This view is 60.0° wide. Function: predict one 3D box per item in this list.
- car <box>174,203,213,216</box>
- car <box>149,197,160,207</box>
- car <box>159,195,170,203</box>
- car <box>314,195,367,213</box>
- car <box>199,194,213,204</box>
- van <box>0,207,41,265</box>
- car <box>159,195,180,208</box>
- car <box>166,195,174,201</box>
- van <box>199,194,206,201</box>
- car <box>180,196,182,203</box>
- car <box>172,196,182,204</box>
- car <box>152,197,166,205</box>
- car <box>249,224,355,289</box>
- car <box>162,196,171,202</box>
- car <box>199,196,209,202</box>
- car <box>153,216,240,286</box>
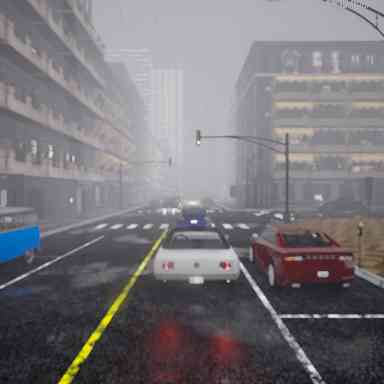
[{"bbox_3d":[0.106,1.563,19.937,1.994,1.385,4.181,0,0,0],"label":"car"},{"bbox_3d":[-5.688,1.560,52.519,2.008,1.369,4.403,0,0,0],"label":"car"},{"bbox_3d":[-5.687,1.462,69.102,1.967,1.590,4.097,-1,0,0],"label":"car"},{"bbox_3d":[14.156,1.092,32.005,4.553,1.767,2.097,-1,0,1],"label":"car"},{"bbox_3d":[2.692,1.454,58.040,1.967,1.590,4.097,-1,0,0],"label":"car"},{"bbox_3d":[-5.698,1.340,9.043,1.690,1.788,3.998,0,0,0],"label":"van"},{"bbox_3d":[-3.085,1.570,46.852,1.994,1.385,4.181,0,0,0],"label":"car"},{"bbox_3d":[-5.683,1.563,85.516,1.752,1.417,4.829,-1,0,0],"label":"car"},{"bbox_3d":[2.696,1.380,85.679,1.690,1.788,3.998,-1,0,0],"label":"van"},{"bbox_3d":[-3.067,1.560,56.239,2.033,1.411,5.357,0,0,0],"label":"car"},{"bbox_3d":[-2.990,1.525,66.600,1.837,1.490,4.892,0,0,0],"label":"car"},{"bbox_3d":[-5.687,1.580,58.046,1.947,1.339,4.313,0,0,0],"label":"car"},{"bbox_3d":[2.684,1.544,9.040,1.887,1.381,4.507,0,0,0],"label":"car"},{"bbox_3d":[-5.685,1.609,74.630,1.802,1.307,4.206,-1,0,0],"label":"car"},{"bbox_3d":[2.696,1.578,74.623,2.008,1.369,4.403,-1,0,0],"label":"car"},{"bbox_3d":[0.102,1.600,9.339,1.895,1.301,4.718,0,0,0],"label":"car"}]
